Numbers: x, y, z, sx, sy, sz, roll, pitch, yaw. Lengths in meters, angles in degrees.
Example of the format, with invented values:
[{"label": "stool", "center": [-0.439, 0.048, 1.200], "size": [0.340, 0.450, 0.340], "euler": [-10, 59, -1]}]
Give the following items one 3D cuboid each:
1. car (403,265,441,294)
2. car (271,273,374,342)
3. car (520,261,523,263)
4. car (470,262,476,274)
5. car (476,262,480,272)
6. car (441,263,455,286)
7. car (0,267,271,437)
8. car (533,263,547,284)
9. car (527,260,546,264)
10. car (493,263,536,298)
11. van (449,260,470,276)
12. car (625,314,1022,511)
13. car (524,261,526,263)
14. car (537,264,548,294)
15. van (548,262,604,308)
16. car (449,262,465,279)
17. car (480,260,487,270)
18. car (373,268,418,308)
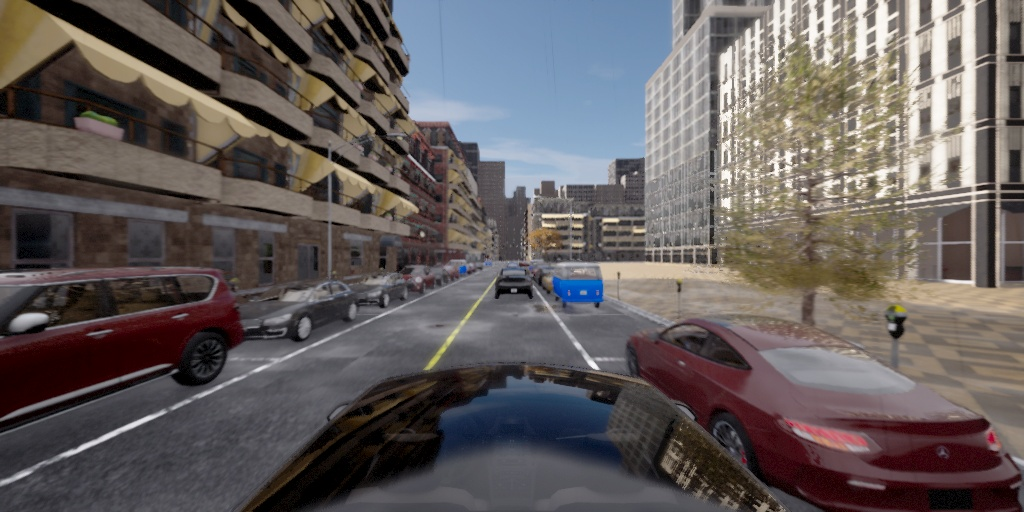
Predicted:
[{"label": "car", "center": [-5.698, 1.290, 20.840], "size": [1.967, 1.591, 4.097], "euler": [0, 0, 0]}, {"label": "car", "center": [-5.694, 1.341, 9.788], "size": [2.007, 1.370, 4.403], "euler": [0, 0, 0]}, {"label": "car", "center": [0.086, 1.500, 42.271], "size": [1.812, 1.442, 4.674], "euler": [0, 0, 0]}, {"label": "car", "center": [-5.707, 1.560, 42.946], "size": [1.802, 1.307, 4.207], "euler": [0, 0, 0]}, {"label": "car", "center": [-5.709, 1.593, 48.472], "size": [1.802, 1.307, 4.207], "euler": [0, 0, 0]}, {"label": "car", "center": [-5.700, 1.447, 26.367], "size": [1.948, 1.339, 4.313], "euler": [0, 0, 0]}, {"label": "car", "center": [-5.693, 1.077, 4.261], "size": [2.192, 1.841, 5.009], "euler": [0, 0, 0]}, {"label": "car", "center": [2.680, 1.447, 26.370], "size": [1.948, 1.339, 4.313], "euler": [0, 0, 0]}, {"label": "car", "center": [2.678, 1.353, 31.896], "size": [1.967, 1.591, 4.097], "euler": [0, 0, 0]}, {"label": "car", "center": [0.091, 1.347, 18.996], "size": [1.837, 1.490, 4.892], "euler": [0, 0, 0]}, {"label": "van", "center": [-5.705, 1.286, 37.421], "size": [1.690, 1.789, 3.998], "euler": [0, 0, 0]}, {"label": "car", "center": [2.687, 1.345, 4.264], "size": [1.802, 1.307, 4.207], "euler": [0, 0, 0]}, {"label": "car", "center": [2.674, 1.504, 43.119], "size": [1.751, 1.417, 4.829], "euler": [0, 0, 0]}, {"label": "car", "center": [2.682, 1.376, 21.013], "size": [1.751, 1.417, 4.829], "euler": [0, 0, 0]}, {"label": "van", "center": [2.684, 1.161, 15.317], "size": [1.690, 1.789, 3.998], "euler": [0, 0, 0]}, {"label": "car", "center": [-5.702, 1.458, 31.894], "size": [1.888, 1.381, 4.507], "euler": [0, 0, 0]}, {"label": "car", "center": [-5.712, 1.645, 59.526], "size": [1.948, 1.339, 4.313], "euler": [0, 0, 0]}, {"label": "car", "center": [-5.696, 1.371, 15.315], "size": [2.007, 1.370, 4.403], "euler": [0, 0, 0]}]
